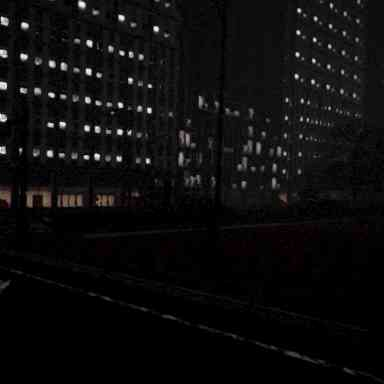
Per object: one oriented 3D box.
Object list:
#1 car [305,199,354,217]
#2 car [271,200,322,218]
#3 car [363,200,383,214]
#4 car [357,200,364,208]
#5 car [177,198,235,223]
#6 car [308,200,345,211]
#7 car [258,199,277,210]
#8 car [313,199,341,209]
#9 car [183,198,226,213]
[{"bbox_3d":[15.215,1.671,36.604,5.009,1.841,2.192,1,2,-34],"label":"car"},{"bbox_3d":[10.529,1.829,33.409,4.507,1.381,1.887,1,2,-34],"label":"car"},{"bbox_3d":[24.563,2.065,43.012,4.313,1.339,1.947,1,2,-34],"label":"car"},{"bbox_3d":[24.799,1.834,52.714,4.313,1.339,1.947,1,2,-34],"label":"car"},{"bbox_3d":[1.180,1.457,27.002,5.009,1.841,2.192,1,2,-34],"label":"car"},{"bbox_3d":[18.305,1.791,45.224,5.357,1.411,2.033,1,2,-34],"label":"car"},{"bbox_3d":[10.624,1.576,43.015,4.829,1.417,1.752,1,2,-34],"label":"car"},{"bbox_3d":[20.120,1.778,49.514,4.206,1.307,1.802,1,2,-34],"label":"car"},{"bbox_3d":[1.407,1.461,36.710,4.403,1.369,2.008,1,2,-34],"label":"car"}]
